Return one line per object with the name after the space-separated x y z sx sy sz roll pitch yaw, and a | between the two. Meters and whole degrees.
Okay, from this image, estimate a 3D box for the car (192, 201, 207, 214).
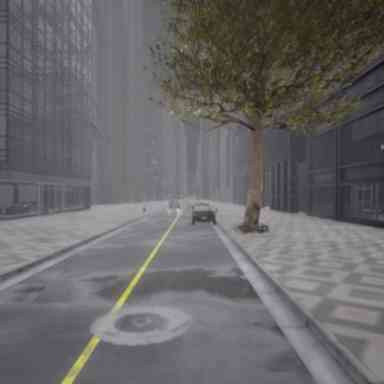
0.907 1.988 42.954 1.882 1.535 5.008 0 -1 0 | car

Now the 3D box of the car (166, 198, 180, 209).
-3.045 2.209 57.456 1.837 1.490 4.892 0 -1 1 | car

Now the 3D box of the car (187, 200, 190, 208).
0.010 2.258 63.077 1.882 1.535 5.008 0 -1 0 | car

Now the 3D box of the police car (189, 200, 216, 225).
0.904 1.731 27.064 1.930 1.638 5.238 0 -1 0 | police car
